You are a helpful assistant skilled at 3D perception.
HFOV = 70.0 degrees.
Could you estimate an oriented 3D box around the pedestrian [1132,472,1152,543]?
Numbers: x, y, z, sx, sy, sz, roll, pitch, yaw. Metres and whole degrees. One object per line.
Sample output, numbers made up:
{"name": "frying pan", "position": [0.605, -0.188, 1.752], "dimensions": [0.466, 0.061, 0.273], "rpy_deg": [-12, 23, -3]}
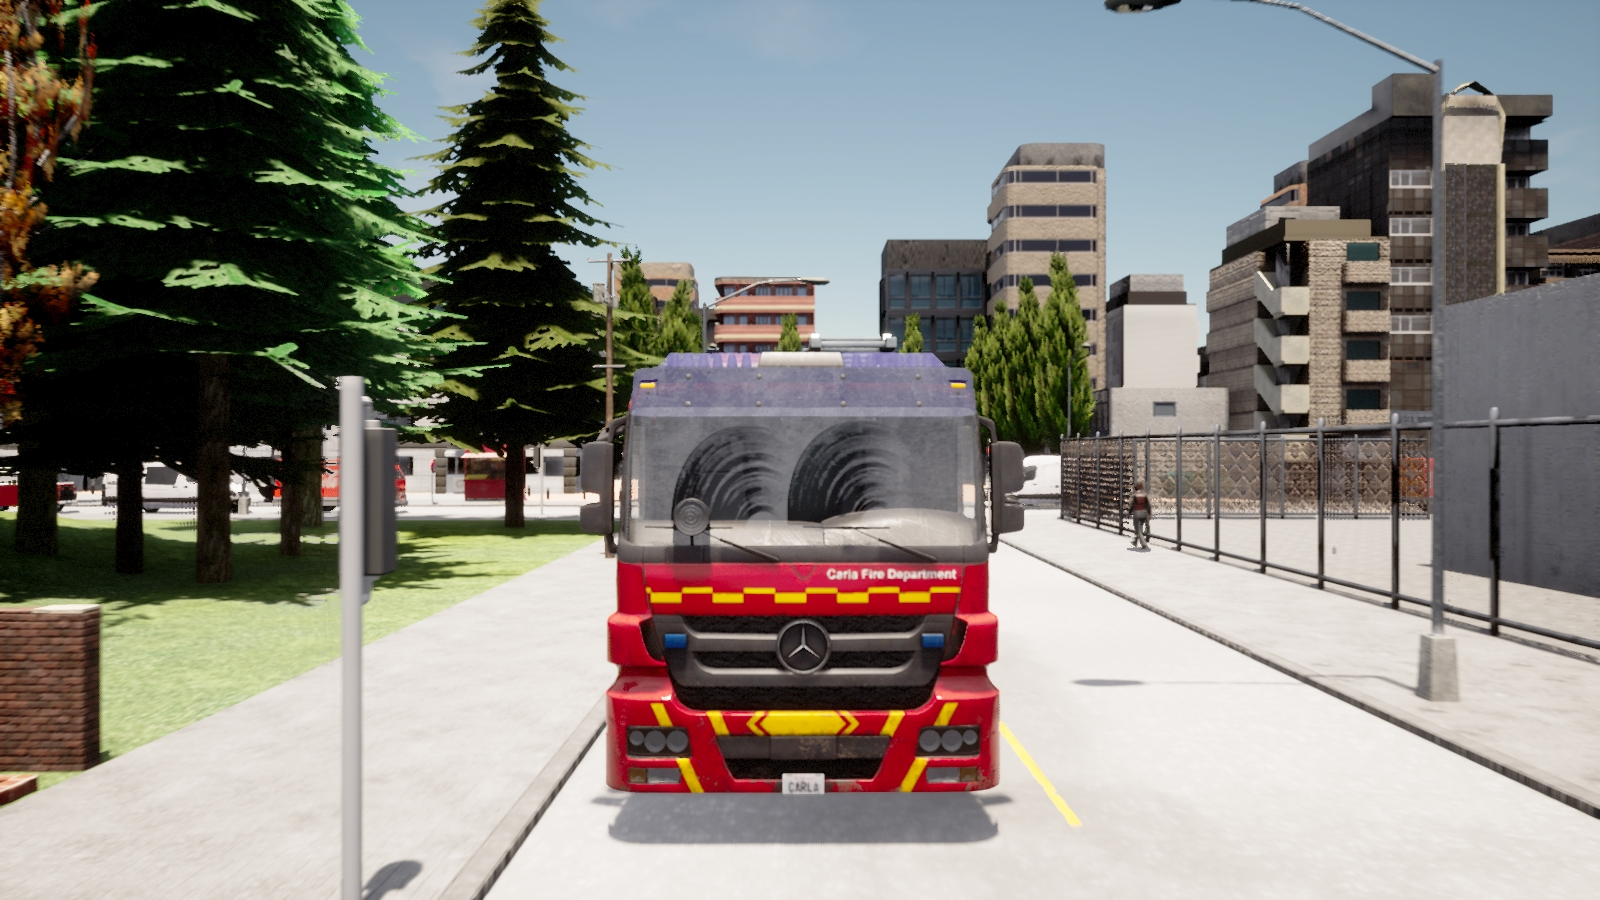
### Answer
{"name": "pedestrian", "position": [9.050, 1.522, 30.202], "dimensions": [0.375, 1.860, 0.375], "rpy_deg": [0, 0, -9]}

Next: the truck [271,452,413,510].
{"name": "truck", "position": [-20.062, 1.346, 50.218], "dimensions": [5.204, 2.467, 2.627], "rpy_deg": [0, 0, 0]}

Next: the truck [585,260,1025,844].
{"name": "truck", "position": [-0.007, 0.670, 11.737], "dimensions": [2.891, 3.827, 8.468], "rpy_deg": [0, 0, -1]}

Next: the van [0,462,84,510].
{"name": "van", "position": [-34.415, 1.561, 50.273], "dimensions": [4.480, 2.038, 2.069], "rpy_deg": [0, 0, 0]}

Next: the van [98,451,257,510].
{"name": "van", "position": [-27.293, 1.313, 50.245], "dimensions": [5.915, 2.561, 1.988], "rpy_deg": [0, 0, 0]}
